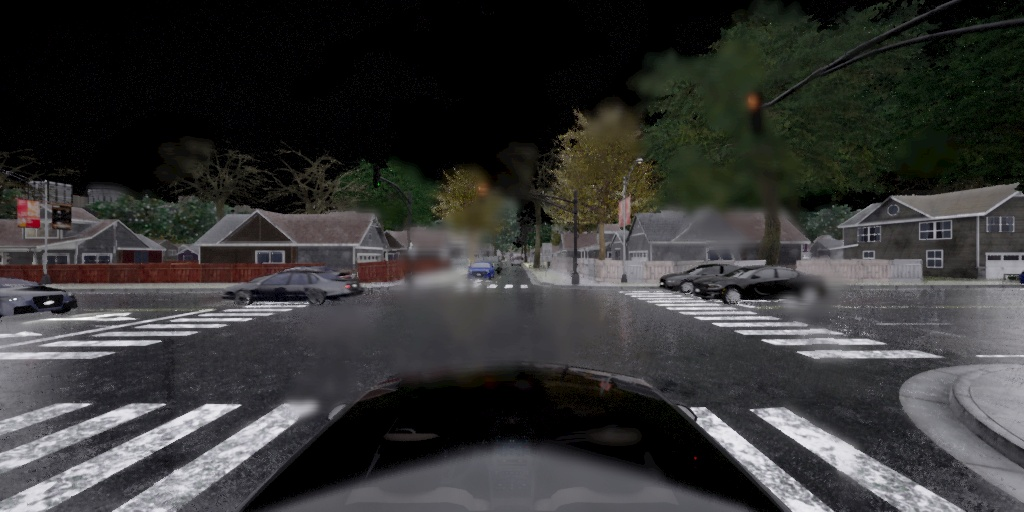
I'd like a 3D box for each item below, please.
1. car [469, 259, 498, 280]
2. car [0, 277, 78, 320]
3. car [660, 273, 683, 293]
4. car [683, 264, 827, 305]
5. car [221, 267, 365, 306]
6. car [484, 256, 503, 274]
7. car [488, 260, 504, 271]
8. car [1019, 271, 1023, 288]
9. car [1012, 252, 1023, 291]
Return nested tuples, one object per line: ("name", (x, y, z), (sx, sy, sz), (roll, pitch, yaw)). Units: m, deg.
("car", (-2.589, 1.241, 31.401), (1.882, 1.535, 5.008), (0, 0, 1))
("car", (-17.596, 1.410, 12.128), (4.181, 1.385, 1.994), (0, 0, 1))
("car", (10.223, 1.182, 18.484), (4.892, 1.490, 1.837), (0, 0, 4))
("car", (10.240, 1.155, 15.030), (5.008, 1.535, 1.882), (0, 0, -2))
("car", (-9.250, 1.339, 15.443), (5.357, 1.411, 2.033), (0, 0, 1))
("car", (-2.394, 0.993, 41.637), (2.150, 2.045, 5.566), (0, 0, 1))
("car", (-2.261, 1.330, 51.954), (2.033, 1.411, 5.357), (0, 0, 1))
("car", (24.737, 1.198, 14.899), (4.718, 1.301, 1.895), (0, 0, 1))
("car", (29.509, 0.793, 18.063), (5.566, 2.045, 2.150), (0, 0, 1))
